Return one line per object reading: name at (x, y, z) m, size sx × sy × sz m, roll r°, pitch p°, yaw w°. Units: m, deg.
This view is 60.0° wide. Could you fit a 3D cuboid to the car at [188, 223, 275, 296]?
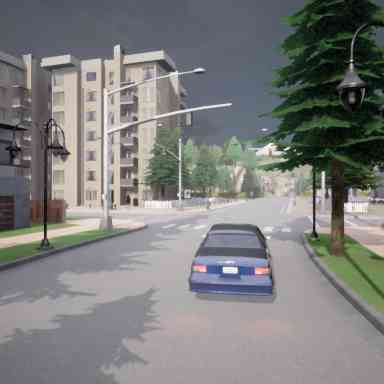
car at (1.138, 1.547, 8.865) m, size 2.033 × 1.411 × 5.357 m, roll 0°, pitch 0°, yaw 9°
